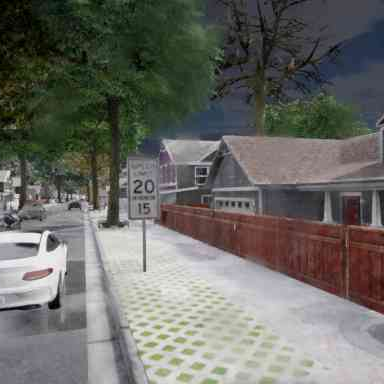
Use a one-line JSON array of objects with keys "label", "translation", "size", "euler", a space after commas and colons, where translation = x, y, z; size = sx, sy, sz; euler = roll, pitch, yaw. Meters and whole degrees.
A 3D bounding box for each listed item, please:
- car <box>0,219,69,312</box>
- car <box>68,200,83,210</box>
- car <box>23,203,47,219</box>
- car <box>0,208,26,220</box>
[{"label": "car", "translation": [-3.841, 1.576, 7.480], "size": [1.812, 1.442, 4.674], "euler": [-1, 0, -18]}, {"label": "car", "translation": [-17.615, 1.954, 50.075], "size": [1.837, 1.490, 4.892], "euler": [-1, -1, -18]}, {"label": "car", "translation": [-13.786, 1.770, 28.854], "size": [1.837, 1.490, 4.892], "euler": [-1, 1, -18]}, {"label": "car", "translation": [-9.718, 1.734, 16.304], "size": [1.994, 1.385, 4.181], "euler": [-1, 0, -19]}]
